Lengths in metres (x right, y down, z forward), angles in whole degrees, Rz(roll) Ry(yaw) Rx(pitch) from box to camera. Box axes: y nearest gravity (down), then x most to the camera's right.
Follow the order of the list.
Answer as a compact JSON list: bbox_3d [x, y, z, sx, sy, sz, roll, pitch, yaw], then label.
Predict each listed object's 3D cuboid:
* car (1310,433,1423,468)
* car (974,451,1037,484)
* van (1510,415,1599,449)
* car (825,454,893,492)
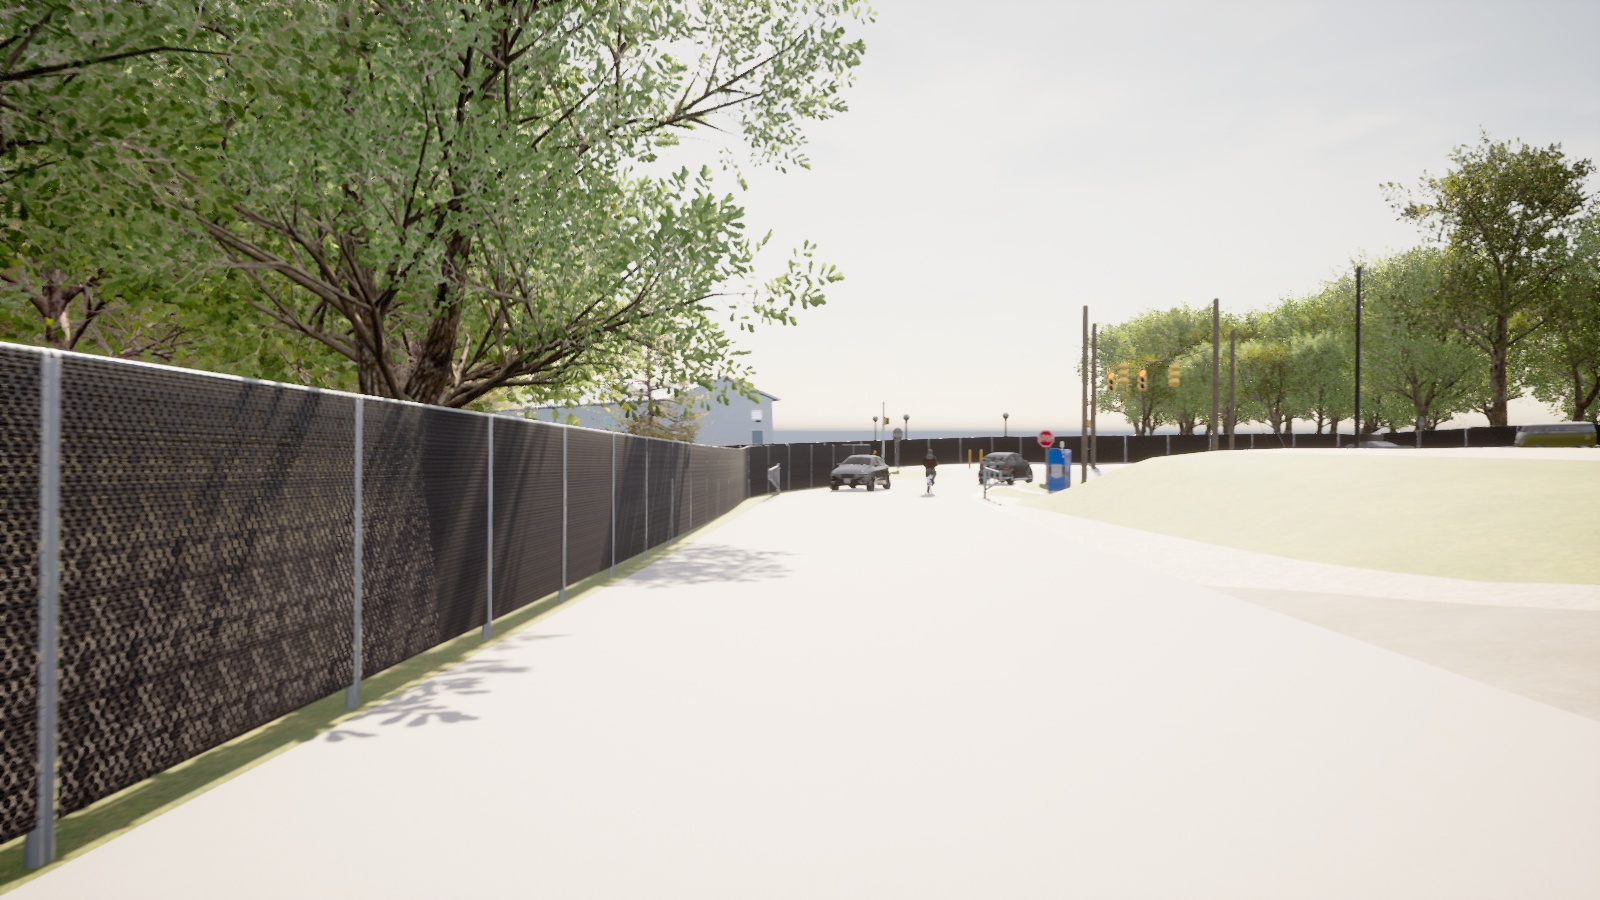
[{"bbox_3d":[29.771,0.041,66.196,2.033,1.411,5.357,-1,-4,-23],"label":"car"},{"bbox_3d":[10.119,0.829,61.717,1.789,1.549,3.705,0,1,31],"label":"car"},{"bbox_3d":[47.461,-1.124,79.029,4.442,1.987,1.775,-2,1,10],"label":"van"},{"bbox_3d":[2.535,0.939,52.736,1.816,1.474,4.193,0,0,18],"label":"car"}]
